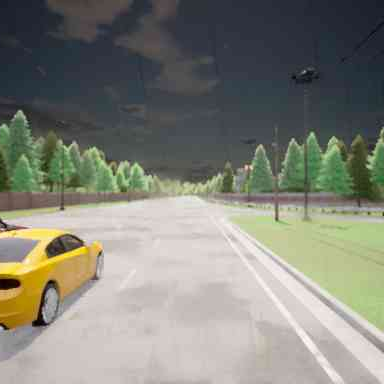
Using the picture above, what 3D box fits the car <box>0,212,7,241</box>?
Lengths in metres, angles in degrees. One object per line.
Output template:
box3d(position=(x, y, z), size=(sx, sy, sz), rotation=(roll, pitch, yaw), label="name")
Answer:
box3d(position=(-10.324, 1.685, 14.619), size=(1.994, 1.385, 4.181), rotation=(0, 0, 0), label="car")

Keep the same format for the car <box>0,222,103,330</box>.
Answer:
box3d(position=(-3.365, 1.538, 7.163), size=(1.882, 1.535, 5.008), rotation=(0, -1, 0), label="car")

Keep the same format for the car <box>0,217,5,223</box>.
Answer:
box3d(position=(-6.848, 1.438, 10.428), size=(2.097, 1.767, 4.553), rotation=(0, -1, 0), label="car")
